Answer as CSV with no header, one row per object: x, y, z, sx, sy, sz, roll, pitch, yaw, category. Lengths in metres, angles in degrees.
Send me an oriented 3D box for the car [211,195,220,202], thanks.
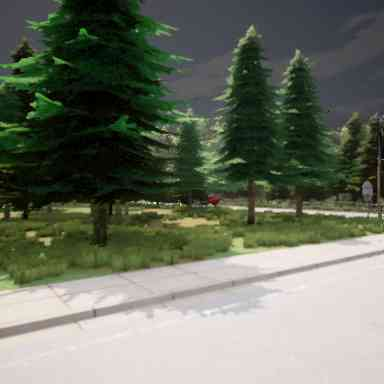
2.258,1.251,55.196,2.150,2.045,5.566,0,0,-34,car

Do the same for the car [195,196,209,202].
0.310,1.516,51.649,2.128,1.511,4.902,0,0,-34,car
